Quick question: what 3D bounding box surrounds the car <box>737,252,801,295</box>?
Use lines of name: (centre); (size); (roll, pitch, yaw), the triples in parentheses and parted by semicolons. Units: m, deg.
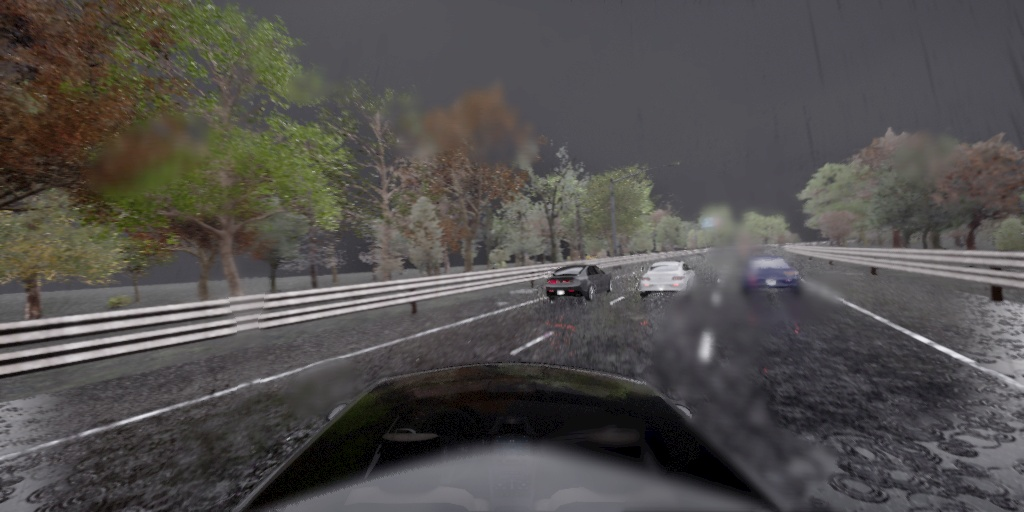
car: (10.406, 0.717, 14.686); (1.812, 1.442, 4.674); (-4, 0, 31)

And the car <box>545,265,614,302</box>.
car: (3.165, 1.132, 16.235); (1.837, 1.490, 4.892); (-4, 0, 31)

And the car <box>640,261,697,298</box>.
car: (6.785, 0.935, 15.457); (1.812, 1.442, 4.674); (-4, 0, 31)
